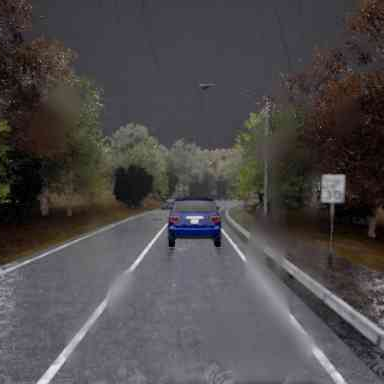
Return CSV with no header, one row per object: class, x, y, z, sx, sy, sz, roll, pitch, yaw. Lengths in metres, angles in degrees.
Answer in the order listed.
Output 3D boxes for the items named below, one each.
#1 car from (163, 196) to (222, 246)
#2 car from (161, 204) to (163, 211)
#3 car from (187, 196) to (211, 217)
car,0.111,1.197,15.190,2.150,2.045,5.566,0,0,0
car,-2.256,1.488,38.570,1.994,1.385,4.181,1,0,8
car,0.766,1.315,32.226,2.097,1.767,4.553,0,0,5
